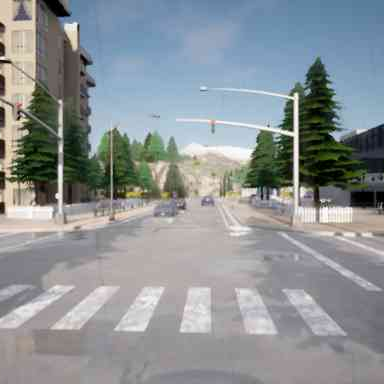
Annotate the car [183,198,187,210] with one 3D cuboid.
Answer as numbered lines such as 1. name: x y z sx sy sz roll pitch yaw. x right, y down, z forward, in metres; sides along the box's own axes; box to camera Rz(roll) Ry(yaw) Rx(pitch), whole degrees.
1. car: -1.749 1.490 41.948 2.128 1.511 4.902 0 0 4

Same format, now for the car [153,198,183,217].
1. car: -2.382 1.554 31.883 2.033 1.411 5.357 0 0 4

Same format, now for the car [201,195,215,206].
1. car: 2.576 1.339 53.865 2.097 1.767 4.553 0 0 4

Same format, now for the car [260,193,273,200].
1. car: 18.337 1.335 82.535 1.845 1.501 3.633 0 0 4

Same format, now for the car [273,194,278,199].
1. car: 21.842 1.340 89.723 1.970 1.475 3.806 0 0 4
